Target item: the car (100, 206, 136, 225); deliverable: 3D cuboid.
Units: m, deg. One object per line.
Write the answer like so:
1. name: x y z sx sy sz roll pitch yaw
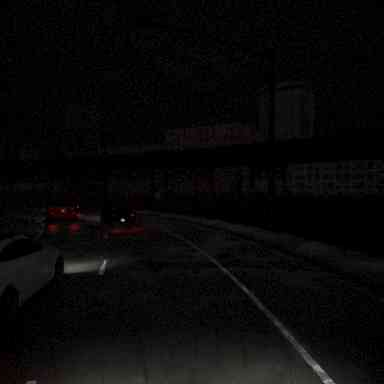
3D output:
1. car: -5.748 1.695 25.306 1.895 1.301 4.718 -1 0 -24

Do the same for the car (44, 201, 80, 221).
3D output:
1. car: -11.207 1.514 28.163 2.097 1.767 4.553 -1 0 -29

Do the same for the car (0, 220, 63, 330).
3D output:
1. car: -4.068 1.565 6.743 1.812 1.442 4.674 0 0 -6
